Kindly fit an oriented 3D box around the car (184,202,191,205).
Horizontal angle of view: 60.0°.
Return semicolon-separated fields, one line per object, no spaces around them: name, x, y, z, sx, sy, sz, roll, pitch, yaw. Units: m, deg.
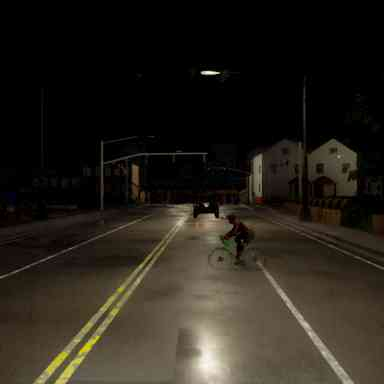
car;-0.754;2.807;67.830;1.812;1.442;4.674;0;-8;3

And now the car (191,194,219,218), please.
car;1.285;1.221;30.007;2.150;2.045;5.566;0;0;2

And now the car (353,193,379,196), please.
car;25.243;1.221;49.818;5.566;2.045;2.150;0;0;2

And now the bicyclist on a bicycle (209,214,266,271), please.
bicyclist on a bicycle;1.284;1.452;9.439;1.656;1.620;0.582;0;0;2
